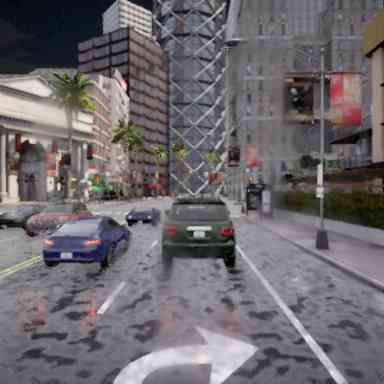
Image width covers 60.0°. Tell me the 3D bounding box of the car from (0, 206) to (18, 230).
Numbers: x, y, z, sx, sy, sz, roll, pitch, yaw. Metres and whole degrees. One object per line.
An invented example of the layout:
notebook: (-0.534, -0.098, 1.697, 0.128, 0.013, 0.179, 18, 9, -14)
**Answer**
car: (-10.381, 1.532, 21.096, 2.033, 1.411, 5.357, 0, 0, 1)

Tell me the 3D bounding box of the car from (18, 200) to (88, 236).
car: (-6.927, 1.341, 17.806, 2.097, 1.767, 4.553, 0, 0, 1)

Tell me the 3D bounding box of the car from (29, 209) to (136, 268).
car: (-3.295, 1.520, 11.103, 1.812, 1.442, 4.674, 0, 0, 1)

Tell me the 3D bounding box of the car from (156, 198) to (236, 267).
car: (0.203, 1.220, 11.540, 2.150, 2.045, 5.566, 0, 0, 0)

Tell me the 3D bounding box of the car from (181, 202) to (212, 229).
car: (0.296, 1.503, 22.633, 1.837, 1.490, 4.892, 0, 0, 0)

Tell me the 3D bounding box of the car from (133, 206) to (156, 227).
car: (-3.204, 1.595, 22.898, 1.895, 1.301, 4.718, 0, 0, 1)
